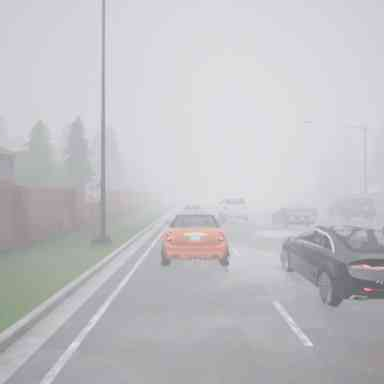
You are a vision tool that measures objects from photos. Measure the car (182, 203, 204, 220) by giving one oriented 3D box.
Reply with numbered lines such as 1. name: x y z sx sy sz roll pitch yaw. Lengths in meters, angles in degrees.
1. car: 0.085 1.824 31.683 1.994 1.385 4.181 0 0 0

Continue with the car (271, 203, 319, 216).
1. car: 7.089 1.744 23.910 2.033 1.411 5.357 0 0 0

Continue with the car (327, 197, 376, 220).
1. car: 14.086 1.466 29.673 2.150 2.045 5.566 0 0 0

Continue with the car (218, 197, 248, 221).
1. car: 3.586 1.466 29.636 2.150 2.045 5.566 0 0 0

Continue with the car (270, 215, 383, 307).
1. car: 3.597 1.560 8.125 2.128 1.511 4.902 0 0 0

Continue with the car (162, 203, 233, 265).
1. car: 0.095 1.452 12.199 2.097 1.767 4.553 0 -1 0
